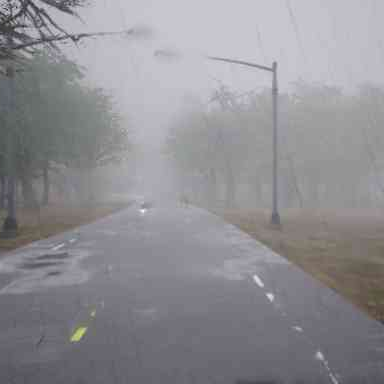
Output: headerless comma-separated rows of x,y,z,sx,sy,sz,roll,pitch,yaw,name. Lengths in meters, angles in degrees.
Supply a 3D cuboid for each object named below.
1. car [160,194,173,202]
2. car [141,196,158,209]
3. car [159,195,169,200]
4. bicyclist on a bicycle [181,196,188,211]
-5.439,1.249,72.747,2.097,1.767,4.553,0,0,-9,car
-5.702,1.321,44.686,2.097,1.767,4.553,0,0,-5,car
-7.041,1.379,83.041,1.895,1.301,4.718,-1,0,-10,car
-0.699,1.405,39.784,0.582,1.620,1.656,0,0,-5,bicyclist on a bicycle
